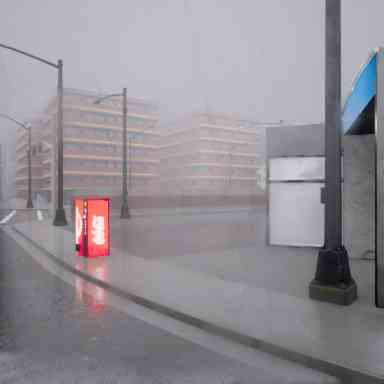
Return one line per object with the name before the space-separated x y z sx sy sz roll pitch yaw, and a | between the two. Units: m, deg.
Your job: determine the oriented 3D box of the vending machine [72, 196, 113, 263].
vending machine | -3.361 1.195 11.256 1.100 2.100 0.880 0 0 -36
